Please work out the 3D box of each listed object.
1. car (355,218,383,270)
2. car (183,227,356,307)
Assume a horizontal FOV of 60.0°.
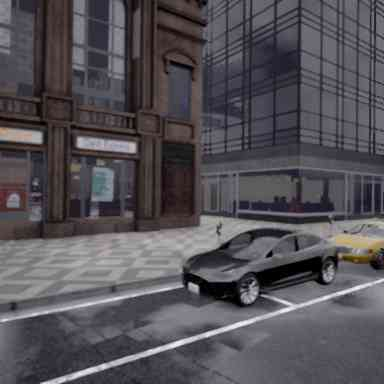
[{"bbox_3d":[6.256,1.575,11.223,4.829,1.417,1.752,0,0,-36],"label":"car"},{"bbox_3d":[1.816,1.592,8.053,4.313,1.339,1.947,0,0,-36],"label":"car"}]
